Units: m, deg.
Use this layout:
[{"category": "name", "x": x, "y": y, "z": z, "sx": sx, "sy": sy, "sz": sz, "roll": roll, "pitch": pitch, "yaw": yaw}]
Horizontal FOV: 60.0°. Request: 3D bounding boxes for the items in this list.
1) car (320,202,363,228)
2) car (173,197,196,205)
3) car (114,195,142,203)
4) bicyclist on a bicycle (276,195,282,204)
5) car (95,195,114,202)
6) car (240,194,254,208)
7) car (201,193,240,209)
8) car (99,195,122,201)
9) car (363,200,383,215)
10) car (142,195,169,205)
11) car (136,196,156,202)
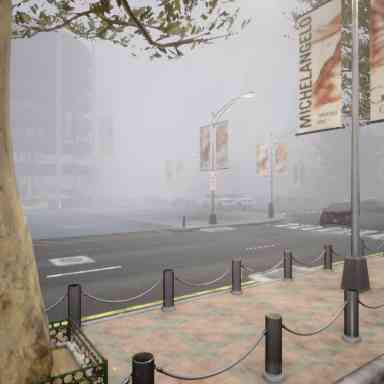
[{"category": "car", "x": 9.998, "y": 1.477, "z": 22.280, "sx": 1.882, "sy": 1.535, "sz": 5.008, "roll": 1, "pitch": 1, "yaw": 31}, {"category": "car", "x": -1.289, "y": 1.601, "z": 59.191, "sx": 1.895, "sy": 1.301, "sz": 4.718, "roll": 0, "pitch": 0, "yaw": -39}, {"category": "car", "x": -13.437, "y": 1.590, "z": 69.811, "sx": 4.718, "sy": 1.301, "sz": 1.895, "roll": 0, "pitch": 0, "yaw": 30}, {"category": "bicyclist on a bicycle", "x": 15.756, "y": 1.300, "z": 60.497, "sx": 1.656, "sy": 1.620, "sz": 0.582, "roll": 0, "pitch": 0, "yaw": -36}, {"category": "car", "x": -20.459, "y": 1.450, "z": 76.320, "sx": 4.892, "sy": 1.490, "sz": 1.837, "roll": 0, "pitch": 0, "yaw": 12}, {"category": "car", "x": 6.447, "y": 1.220, "z": 48.594, "sx": 2.150, "sy": 2.045, "sz": 5.566, "roll": 0, "pitch": 0, "yaw": -35}, {"category": "car", "x": 3.591, "y": 1.220, "z": 46.570, "sx": 2.150, "sy": 2.045, "sz": 5.566, "roll": 0, "pitch": 0, "yaw": -35}, {"category": "car", "x": -19.495, "y": 1.418, "z": 79.685, "sx": 5.008, "sy": 1.535, "sz": 1.882, "roll": 0, "pitch": 0, "yaw": 12}, {"category": "car", "x": 18.323, "y": 1.492, "z": 31.777, "sx": 2.128, "sy": 1.511, "sz": 4.902, "roll": 0, "pitch": 0, "yaw": -35}, {"category": "car", "x": -6.220, "y": 1.503, "z": 59.594, "sx": 1.837, "sy": 1.490, "sz": 4.892, "roll": 1, "pitch": 0, "yaw": -44}, {"category": "car", "x": -10.472, "y": 1.552, "z": 76.159, "sx": 4.181, "sy": 1.385, "sz": 1.994, "roll": 0, "pitch": 0, "yaw": 26}]
